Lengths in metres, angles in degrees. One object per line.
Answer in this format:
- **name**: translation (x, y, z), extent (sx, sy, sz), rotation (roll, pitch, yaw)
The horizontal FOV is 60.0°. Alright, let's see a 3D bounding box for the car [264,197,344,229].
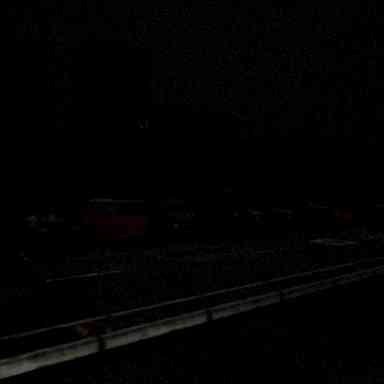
- **car**: translation (7.437, 1.432, 23.923), extent (2.435, 2.045, 5.566), rotation (1, -1, -35)

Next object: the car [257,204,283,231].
- **car**: translation (2.994, 1.658, 20.791), extent (2.002, 1.452, 4.674), rotation (1, 0, -35)

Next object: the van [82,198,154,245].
- **van**: translation (-3.862, 1.301, 16.054), extent (1.878, 1.987, 4.442), rotation (1, 0, -35)

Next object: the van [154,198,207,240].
- **van**: translation (-1.465, 1.330, 17.475), extent (1.878, 1.987, 4.442), rotation (1, 0, -35)

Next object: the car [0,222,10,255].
- **car**: translation (-8.307, 1.501, 12.708), extent (2.163, 1.488, 4.792), rotation (1, 0, -35)

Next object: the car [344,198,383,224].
- **car**: translation (12.033, 1.503, 27.268), extent (2.435, 2.045, 5.566), rotation (1, -1, -35)

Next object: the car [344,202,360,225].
- **car**: translation (9.676, 1.716, 25.781), extent (1.946, 1.575, 5.366), rotation (1, -1, -35)

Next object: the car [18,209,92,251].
- **car**: translation (-6.161, 1.537, 14.270), extent (2.002, 1.452, 4.674), rotation (1, 0, -35)

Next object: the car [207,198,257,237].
- **car**: translation (0.716, 1.335, 19.206), extent (2.435, 2.045, 5.566), rotation (1, 0, -35)

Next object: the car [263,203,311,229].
- **car**: translation (5.206, 1.690, 22.365), extent (2.002, 1.452, 4.674), rotation (1, 0, -35)
